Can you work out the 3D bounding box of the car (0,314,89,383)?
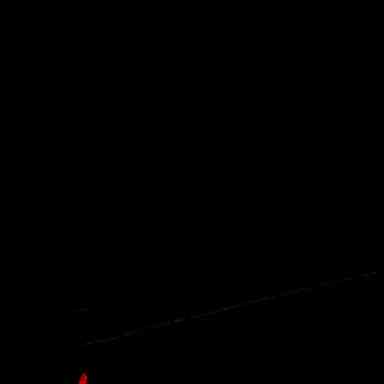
[{"bbox_3d":[-2.767,1.560,1.947,4.181,1.385,1.994,0,0,-35],"label":"car"}]
